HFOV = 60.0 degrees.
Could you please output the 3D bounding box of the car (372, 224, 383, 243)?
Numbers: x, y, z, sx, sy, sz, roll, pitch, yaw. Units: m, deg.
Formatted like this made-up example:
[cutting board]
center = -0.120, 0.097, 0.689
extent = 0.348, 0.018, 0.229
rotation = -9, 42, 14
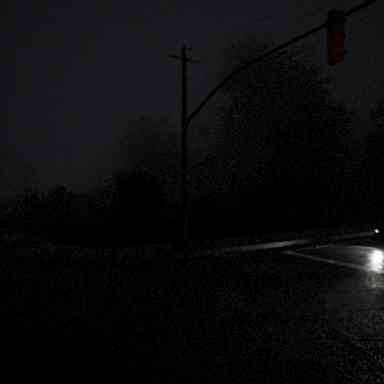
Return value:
[car]
center = 9.934, 1.424, 13.854
extent = 5.357, 1.411, 2.033
rotation = -1, 1, -28
